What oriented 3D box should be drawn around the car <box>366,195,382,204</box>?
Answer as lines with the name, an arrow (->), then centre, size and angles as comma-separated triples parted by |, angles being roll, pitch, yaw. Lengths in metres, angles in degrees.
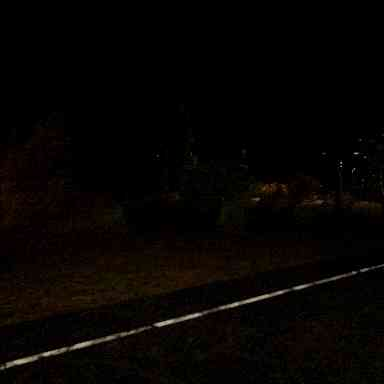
car -> 34.037, 1.352, 59.670 | 1.882, 1.535, 5.008 | 0, 0, -37

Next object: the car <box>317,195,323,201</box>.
car -> 29.266, 1.299, 77.531 | 1.812, 1.442, 4.674 | 0, 0, -37
